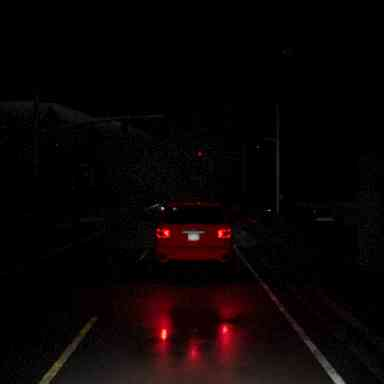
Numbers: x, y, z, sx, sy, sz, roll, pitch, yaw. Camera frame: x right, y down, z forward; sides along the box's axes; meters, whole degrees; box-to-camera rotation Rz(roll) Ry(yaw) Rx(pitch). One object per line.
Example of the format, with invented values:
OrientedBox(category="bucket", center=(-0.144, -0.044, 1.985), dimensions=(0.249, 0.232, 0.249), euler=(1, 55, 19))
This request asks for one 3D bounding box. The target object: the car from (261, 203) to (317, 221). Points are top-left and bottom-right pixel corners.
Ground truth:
OrientedBox(category="car", center=(8.101, 1.619, 27.878), dimensions=(4.674, 1.442, 1.812), euler=(0, -1, -7))

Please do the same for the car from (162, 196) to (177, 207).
OrientedBox(category="car", center=(-3.554, 1.503, 54.242), dimensions=(2.097, 1.767, 4.553), euler=(0, 0, 0))

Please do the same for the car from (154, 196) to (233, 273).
OrientedBox(category="car", center=(0.062, 1.249, 10.963), dimensions=(2.150, 2.045, 5.566), euler=(0, -1, 0))

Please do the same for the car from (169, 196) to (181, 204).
OrientedBox(category="car", center=(-3.483, 1.718, 69.552), dimensions=(2.128, 1.511, 4.902), euler=(0, 0, 0))
